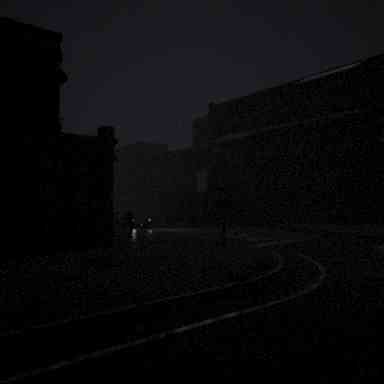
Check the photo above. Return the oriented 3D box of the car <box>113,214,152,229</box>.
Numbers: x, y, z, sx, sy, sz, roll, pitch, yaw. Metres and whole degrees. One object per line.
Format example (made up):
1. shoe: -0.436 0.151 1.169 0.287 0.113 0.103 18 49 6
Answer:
1. car: -5.203 2.436 27.428 1.895 1.301 4.718 1 -6 -37
